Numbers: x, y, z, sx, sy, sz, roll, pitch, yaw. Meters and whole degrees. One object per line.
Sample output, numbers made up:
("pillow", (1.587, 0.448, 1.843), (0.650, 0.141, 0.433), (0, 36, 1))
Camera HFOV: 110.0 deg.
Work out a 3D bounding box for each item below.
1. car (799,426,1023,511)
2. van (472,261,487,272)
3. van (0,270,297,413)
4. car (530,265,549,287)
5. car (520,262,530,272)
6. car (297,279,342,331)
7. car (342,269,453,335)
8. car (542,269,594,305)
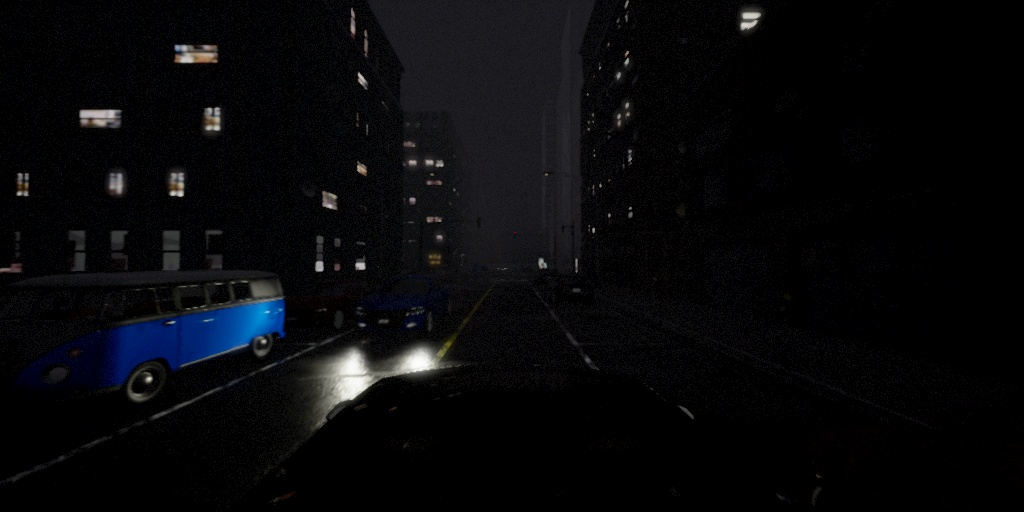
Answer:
("car", (2.693, 1.280, 0.453), (1.888, 1.381, 4.507), (0, 0, 0))
("van", (-5.685, 1.805, 60.473), (1.690, 1.789, 3.998), (0, 0, 0))
("van", (-5.688, 1.142, 5.990), (1.690, 1.789, 3.998), (0, 0, 0))
("car", (2.694, 1.630, 28.069), (1.948, 1.339, 4.313), (0, 0, 0))
("car", (2.696, 2.046, 60.471), (1.802, 1.307, 4.207), (0, 0, 0))
("car", (-5.688, 1.411, 11.512), (1.888, 1.381, 4.507), (0, 0, 0))
("car", (-3.098, 1.340, 11.176), (1.882, 1.535, 5.008), (0, -1, 0))
("car", (2.693, 1.497, 17.023), (1.948, 1.339, 4.313), (0, 0, 0))
